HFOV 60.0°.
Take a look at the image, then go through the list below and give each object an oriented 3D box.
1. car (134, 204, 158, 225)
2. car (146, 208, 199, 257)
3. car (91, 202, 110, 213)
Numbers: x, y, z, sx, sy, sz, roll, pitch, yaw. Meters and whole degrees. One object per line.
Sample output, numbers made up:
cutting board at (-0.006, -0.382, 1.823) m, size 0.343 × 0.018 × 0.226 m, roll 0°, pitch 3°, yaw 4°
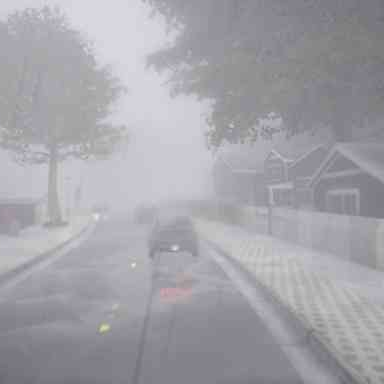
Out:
car at (-3.860, 1.781, 28.551) m, size 2.128 × 1.511 × 4.902 m, roll 0°, pitch 0°, yaw -16°
car at (-0.864, 1.650, 13.666) m, size 1.837 × 1.490 × 4.892 m, roll 0°, pitch 0°, yaw -8°
car at (-11.514, 1.946, 41.851) m, size 1.994 × 1.385 × 4.181 m, roll 1°, pitch -1°, yaw -22°
